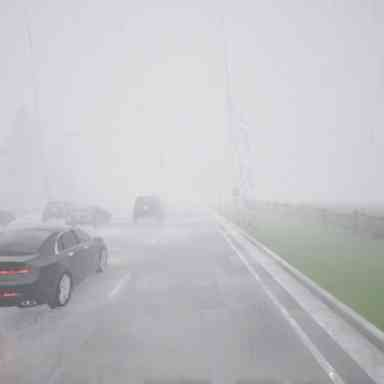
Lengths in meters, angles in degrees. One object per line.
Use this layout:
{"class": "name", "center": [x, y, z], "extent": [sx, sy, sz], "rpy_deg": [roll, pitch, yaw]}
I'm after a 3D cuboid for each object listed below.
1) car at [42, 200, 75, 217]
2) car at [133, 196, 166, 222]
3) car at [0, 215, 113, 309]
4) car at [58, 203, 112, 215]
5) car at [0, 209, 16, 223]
{"class": "car", "center": [-10.426, 1.453, 27.308], "extent": [2.097, 1.767, 4.553], "rpy_deg": [0, 0, 0]}
{"class": "car", "center": [-3.425, 1.323, 27.281], "extent": [2.150, 2.045, 5.566], "rpy_deg": [0, 0, 0]}
{"class": "car", "center": [-3.407, 1.535, 7.930], "extent": [1.837, 1.490, 4.892], "rpy_deg": [0, 0, 0]}
{"class": "car", "center": [-6.919, 1.632, 22.760], "extent": [2.033, 1.411, 5.357], "rpy_deg": [0, 0, 0]}
{"class": "car", "center": [-13.921, 1.630, 22.142], "extent": [2.033, 1.411, 5.357], "rpy_deg": [0, 0, 0]}
